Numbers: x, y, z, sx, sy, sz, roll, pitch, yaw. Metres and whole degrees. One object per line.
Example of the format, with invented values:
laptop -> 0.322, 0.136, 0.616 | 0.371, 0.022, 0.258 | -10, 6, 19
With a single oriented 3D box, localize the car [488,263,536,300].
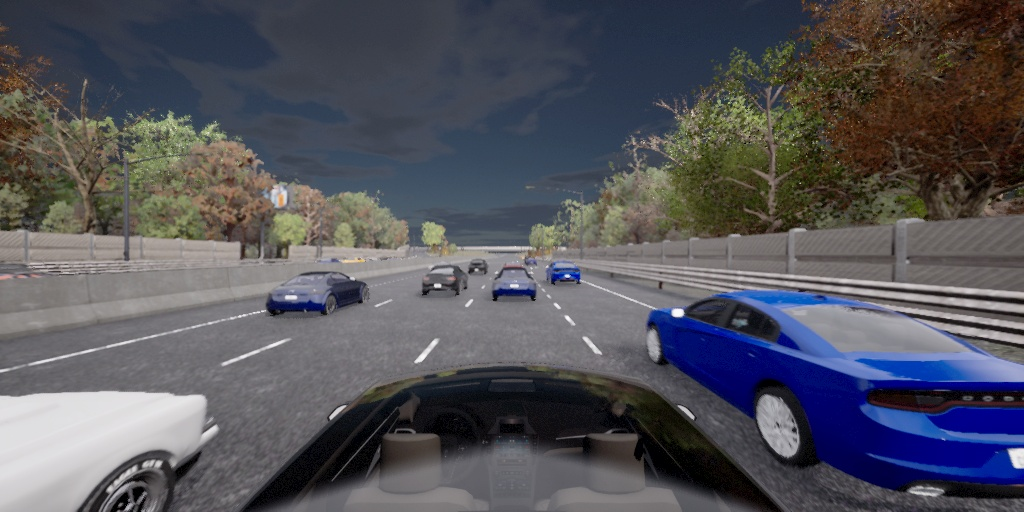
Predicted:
car -> 0.101, 1.230, 17.233 | 1.994, 1.385, 4.181 | 0, 0, 0

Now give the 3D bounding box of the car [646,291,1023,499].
car -> 3.501, 1.206, 4.902 | 1.882, 1.535, 5.008 | 0, 0, 0

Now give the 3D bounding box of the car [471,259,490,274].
car -> -3.402, 1.069, 36.979 | 1.837, 1.490, 4.892 | 0, 0, 0

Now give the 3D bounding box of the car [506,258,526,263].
car -> 0.098, 1.172, 35.626 | 1.895, 1.301, 4.718 | 0, 0, 0

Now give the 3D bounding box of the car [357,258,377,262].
car -> -21.077, 1.080, 54.148 | 1.895, 1.301, 4.718 | 0, 0, 0

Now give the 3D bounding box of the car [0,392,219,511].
car -> -3.400, 1.356, 0.834 | 1.895, 1.301, 4.718 | 0, 0, 0

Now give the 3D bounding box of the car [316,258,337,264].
car -> -28.061, 1.003, 54.772 | 1.812, 1.442, 4.674 | 0, 0, 0

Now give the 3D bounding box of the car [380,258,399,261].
car -> -17.585, 1.031, 53.252 | 2.033, 1.411, 5.357 | 0, 0, 0

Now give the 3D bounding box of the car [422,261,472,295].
car -> -3.402, 1.184, 18.706 | 1.812, 1.442, 4.674 | 0, 0, 0

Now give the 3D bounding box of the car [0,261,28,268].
car -> -21.102, 1.039, 13.498 | 2.097, 1.767, 4.553 | 0, 0, 0

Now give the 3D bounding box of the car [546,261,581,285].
car -> 3.496, 1.103, 25.041 | 1.882, 1.535, 5.008 | 0, 0, 0

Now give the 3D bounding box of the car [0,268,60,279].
car -> -17.602, 1.256, 12.492 | 1.994, 1.385, 4.181 | 0, 0, 0

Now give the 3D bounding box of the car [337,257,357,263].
car -> -24.562, 0.951, 55.440 | 1.882, 1.535, 5.008 | 0, 0, 0

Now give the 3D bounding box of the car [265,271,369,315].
car -> -6.899, 1.252, 13.193 | 1.994, 1.385, 4.181 | 0, 0, 0
